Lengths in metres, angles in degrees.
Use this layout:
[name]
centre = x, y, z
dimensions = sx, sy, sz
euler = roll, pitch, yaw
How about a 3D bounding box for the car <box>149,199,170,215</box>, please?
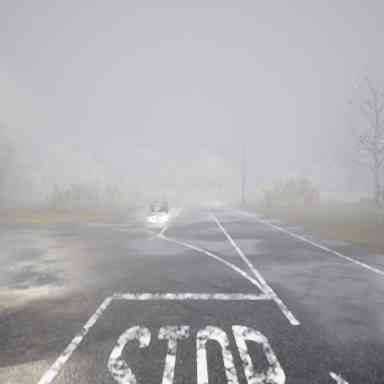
[car]
centre = -3.331, 1.476, 34.373
dimensions = 2.128, 1.511, 4.902
euler = 0, 0, 0
